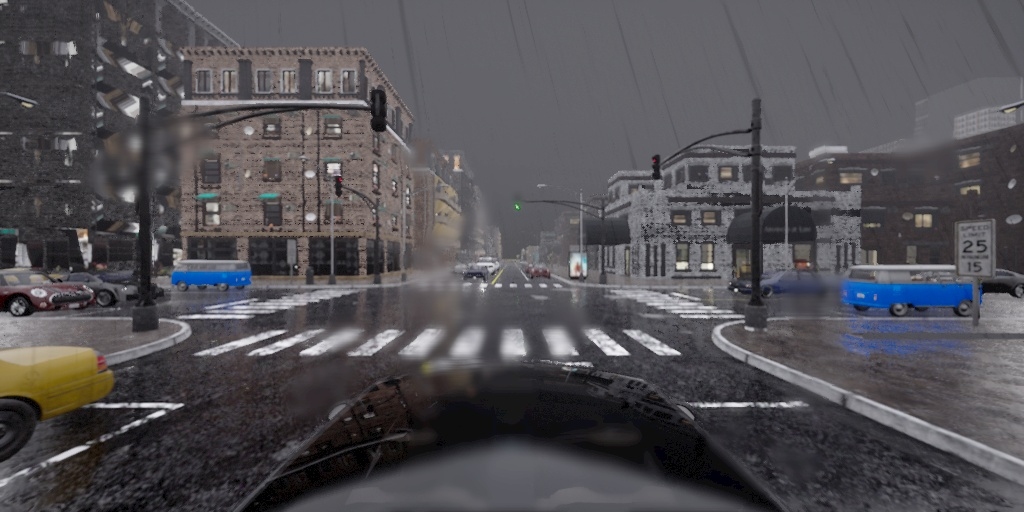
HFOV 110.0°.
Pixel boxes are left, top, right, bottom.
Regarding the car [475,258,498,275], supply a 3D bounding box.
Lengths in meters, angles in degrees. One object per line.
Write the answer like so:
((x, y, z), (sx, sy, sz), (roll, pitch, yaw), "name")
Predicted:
((-3.160, 1.242, 43.132), (2.150, 2.045, 5.566), (0, 0, 0), "car")

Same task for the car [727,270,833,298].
((14.485, 1.427, 18.960), (5.357, 1.411, 2.033), (0, 0, -1), "car")

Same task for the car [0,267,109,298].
((-17.738, 1.260, 12.883), (4.097, 1.591, 1.967), (0, 0, -1), "car")

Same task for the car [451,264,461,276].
((-5.746, 1.552, 40.525), (2.007, 1.370, 4.403), (0, 0, 0), "car")

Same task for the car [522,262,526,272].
((2.626, 1.624, 46.246), (1.802, 1.307, 4.207), (0, 0, 0), "car")

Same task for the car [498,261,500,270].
((-3.163, 1.344, 57.115), (2.150, 2.045, 5.566), (0, -1, 0), "car")

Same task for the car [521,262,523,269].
((2.618, 1.633, 51.943), (2.007, 1.370, 4.403), (0, 0, 0), "car")

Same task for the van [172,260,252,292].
((-17.793, 1.152, 21.263), (3.998, 1.789, 1.690), (0, 0, -1), "van")

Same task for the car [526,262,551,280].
((2.643, 1.402, 34.853), (1.967, 1.591, 4.097), (0, 0, 0), "car")

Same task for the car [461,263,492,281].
((-3.145, 1.546, 32.448), (1.895, 1.301, 4.718), (0, 0, 0), "car")

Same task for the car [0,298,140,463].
((-5.692, 1.280, 2.205), (1.751, 1.417, 4.829), (0, 0, 0), "car")

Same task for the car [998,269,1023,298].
((24.410, 1.397, 19.044), (4.902, 1.511, 2.128), (0, 0, 0), "car")

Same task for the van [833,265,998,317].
((14.639, 1.227, 13.169), (3.998, 1.789, 1.690), (0, 0, -1), "van")

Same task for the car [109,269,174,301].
((-17.753, 1.382, 15.471), (4.181, 1.385, 1.994), (0, 0, -1), "car")
